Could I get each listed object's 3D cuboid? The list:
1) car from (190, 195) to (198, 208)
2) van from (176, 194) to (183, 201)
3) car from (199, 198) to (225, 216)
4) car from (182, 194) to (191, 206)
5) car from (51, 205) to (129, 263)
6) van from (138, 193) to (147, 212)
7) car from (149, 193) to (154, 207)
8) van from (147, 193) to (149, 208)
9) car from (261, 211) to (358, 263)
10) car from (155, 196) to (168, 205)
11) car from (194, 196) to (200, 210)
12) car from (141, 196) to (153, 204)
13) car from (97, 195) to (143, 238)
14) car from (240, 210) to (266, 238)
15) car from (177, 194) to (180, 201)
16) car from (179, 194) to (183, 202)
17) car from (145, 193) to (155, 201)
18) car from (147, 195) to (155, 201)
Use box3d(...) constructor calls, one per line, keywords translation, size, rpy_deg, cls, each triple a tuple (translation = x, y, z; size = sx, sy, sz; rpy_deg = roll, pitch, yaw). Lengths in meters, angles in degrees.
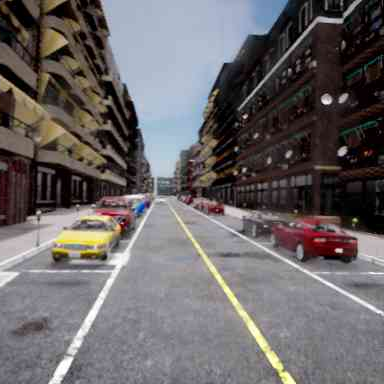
box3d(translation=(1.213, 1.520, 45.561), size=(1.967, 1.590, 4.097), rpy_deg=(3, 0, -5), cls="car")
box3d(translation=(-3.554, 1.452, 95.115), size=(1.690, 1.788, 3.998), rpy_deg=(3, 0, -5), cls="van")
box3d(translation=(2.250, 1.634, 34.548), size=(1.887, 1.381, 4.507), rpy_deg=(3, 0, -5), cls="car")
box3d(translation=(0.127, 1.387, 56.569), size=(2.192, 1.841, 5.009), rpy_deg=(3, 0, -5), cls="car")
box3d(translation=(-3.480, 1.424, 11.670), size=(1.752, 1.417, 4.829), rpy_deg=(3, 0, -5), cls="car")
box3d(translation=(-5.061, 1.204, 28.355), size=(1.690, 1.788, 3.998), rpy_deg=(3, 0, -5), cls="van")
box3d(translation=(-6.635, 1.160, 44.873), size=(2.192, 1.841, 5.009), rpy_deg=(3, 0, -5), cls="car")
box3d(translation=(-5.587, 1.197, 33.862), size=(1.690, 1.788, 3.998), rpy_deg=(3, 0, -5), cls="van")
box3d(translation=(4.349, 1.677, 12.524), size=(1.887, 1.381, 4.507), rpy_deg=(3, 0, -5), cls="car")
box3d(translation=(-5.268, 1.440, 57.219), size=(1.812, 1.442, 4.674), rpy_deg=(2, 0, -5), cls="car")
box3d(translation=(1.725, 1.628, 40.053), size=(1.887, 1.381, 4.507), rpy_deg=(3, 0, -5), cls="car")
box3d(translation=(-8.224, 1.405, 61.390), size=(1.947, 1.339, 4.313), rpy_deg=(3, 0, -5), cls="car")
box3d(translation=(-4.009, 1.200, 17.347), size=(2.192, 1.841, 5.009), rpy_deg=(3, 0, -5), cls="car")
box3d(translation=(3.824, 1.670, 18.031), size=(2.008, 1.369, 4.403), rpy_deg=(3, 0, -5), cls="car")
box3d(translation=(-1.989, 1.664, 78.594), size=(1.802, 1.307, 4.206), rpy_deg=(3, 0, -5), cls="car")
box3d(translation=(-0.931, 1.514, 67.582), size=(1.967, 1.590, 4.097), rpy_deg=(3, 0, -5), cls="car")
box3d(translation=(-9.787, 1.165, 77.905), size=(2.192, 1.841, 5.009), rpy_deg=(3, 0, -5), cls="car")
box3d(translation=(-10.325, 1.402, 83.411), size=(1.887, 1.381, 4.507), rpy_deg=(3, 0, -5), cls="car")
